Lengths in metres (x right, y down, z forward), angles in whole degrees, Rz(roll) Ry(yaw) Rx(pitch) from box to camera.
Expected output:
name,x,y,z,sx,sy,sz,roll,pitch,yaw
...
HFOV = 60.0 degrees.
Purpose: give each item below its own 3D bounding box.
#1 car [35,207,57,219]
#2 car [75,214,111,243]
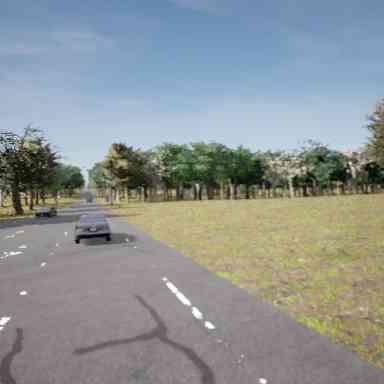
name,x,y,z,sx,sy,sz,roll,pitch,yaw
car,-19.651,2.723,44.940,1.882,1.535,5.008,-2,0,-10
car,-5.689,1.982,19.058,2.033,1.411,5.357,-2,-1,-17
